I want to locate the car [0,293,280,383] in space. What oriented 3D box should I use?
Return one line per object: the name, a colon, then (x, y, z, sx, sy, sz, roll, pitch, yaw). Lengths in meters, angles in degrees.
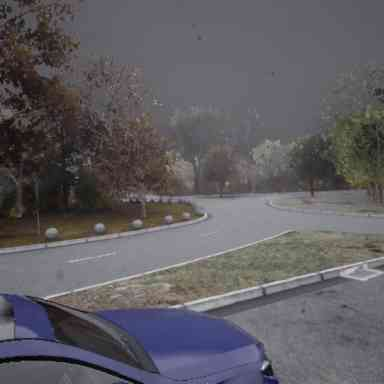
car: (-1.381, 1.525, 2.318, 4.674, 1.442, 1.812, 0, 0, -36)
